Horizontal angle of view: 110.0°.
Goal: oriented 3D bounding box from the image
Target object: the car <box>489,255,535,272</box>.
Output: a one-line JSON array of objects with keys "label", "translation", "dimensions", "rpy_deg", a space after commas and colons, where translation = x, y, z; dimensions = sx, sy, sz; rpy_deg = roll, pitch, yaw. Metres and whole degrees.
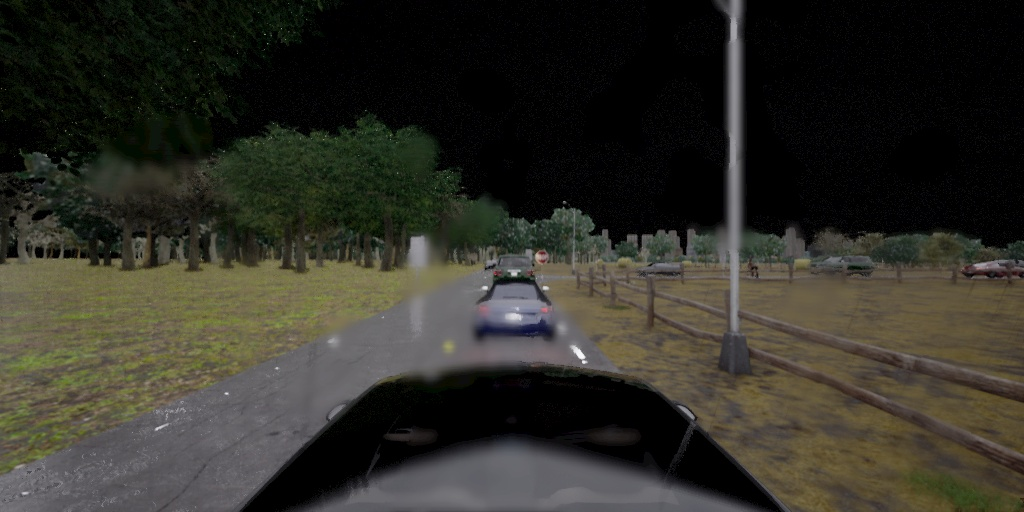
[{"label": "car", "translation": [0.103, 0.958, 19.805], "dimensions": [2.150, 2.045, 5.566], "rpy_deg": [0, 0, 0]}]

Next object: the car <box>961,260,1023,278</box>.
[{"label": "car", "translation": [44.236, 1.294, 32.906], "dimensions": [4.674, 1.442, 1.812], "rpy_deg": [0, -2, 0]}]

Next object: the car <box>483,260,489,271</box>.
[{"label": "car", "translation": [-2.834, 1.288, 49.968], "dimensions": [1.837, 1.490, 4.892], "rpy_deg": [0, 0, 0]}]

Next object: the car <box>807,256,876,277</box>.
[{"label": "car", "translation": [32.834, 1.050, 35.782], "dimensions": [5.566, 2.045, 2.150], "rpy_deg": [0, -2, 0]}]

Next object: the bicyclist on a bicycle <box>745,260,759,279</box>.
[{"label": "bicyclist on a bicycle", "translation": [19.915, 1.133, 29.764], "dimensions": [0.582, 1.620, 1.656], "rpy_deg": [0, 0, 0]}]

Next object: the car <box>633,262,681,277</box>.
[{"label": "car", "translation": [14.467, 1.329, 35.714], "dimensions": [4.674, 1.442, 1.812], "rpy_deg": [0, -2, -1]}]

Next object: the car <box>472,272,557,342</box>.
[{"label": "car", "translation": [0.089, 1.304, 9.791], "dimensions": [1.994, 1.385, 4.181], "rpy_deg": [0, 0, 1]}]
